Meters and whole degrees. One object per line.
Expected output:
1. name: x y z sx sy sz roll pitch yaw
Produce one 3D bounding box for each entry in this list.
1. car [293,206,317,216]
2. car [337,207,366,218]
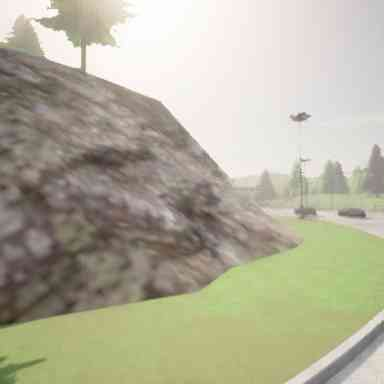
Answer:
1. car: 16.421 2.760 48.498 1.837 1.490 4.892 0 -2 -5
2. car: 20.192 2.567 42.301 1.994 1.385 4.181 -1 -2 -1
